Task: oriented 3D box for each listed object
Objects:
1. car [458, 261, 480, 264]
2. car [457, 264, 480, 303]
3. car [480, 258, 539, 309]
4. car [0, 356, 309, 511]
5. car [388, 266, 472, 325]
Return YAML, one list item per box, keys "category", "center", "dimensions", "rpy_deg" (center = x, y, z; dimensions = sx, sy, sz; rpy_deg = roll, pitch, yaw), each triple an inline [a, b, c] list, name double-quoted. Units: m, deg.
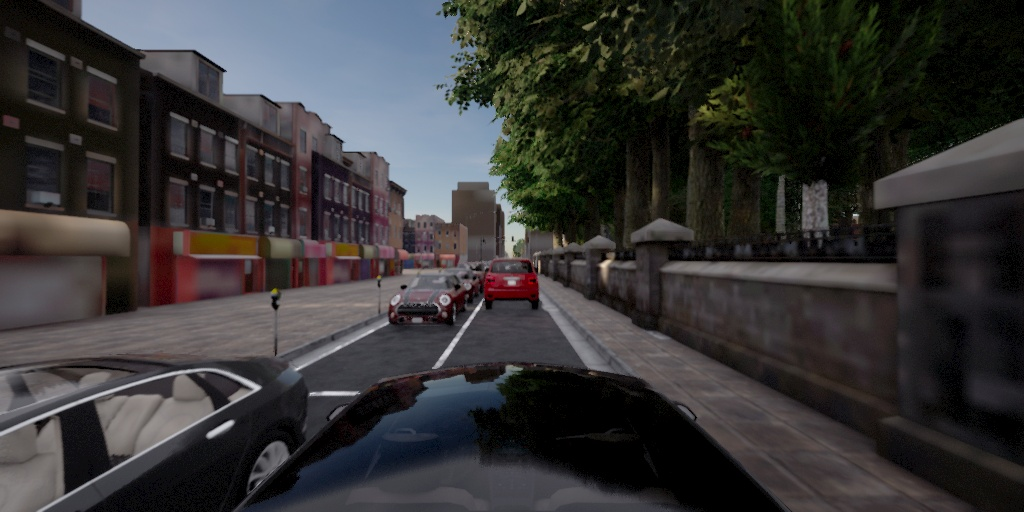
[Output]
- category: "car"
  center: [-2.650, 1.261, 22.551]
  dimensions: [2.192, 1.841, 5.009]
  rpy_deg: [0, 0, 0]
- category: "car"
  center: [-2.650, 1.336, 17.281]
  dimensions: [1.967, 1.591, 4.097]
  rpy_deg: [0, 0, 0]
- category: "car"
  center: [-0.003, 1.100, 15.875]
  dimensions: [2.150, 2.045, 5.566]
  rpy_deg: [0, 0, 0]
- category: "car"
  center: [-2.651, 1.298, 1.471]
  dimensions: [2.007, 1.370, 4.403]
  rpy_deg: [0, 0, 0]
- category: "car"
  center: [-2.651, 1.286, 12.010]
  dimensions: [1.967, 1.591, 4.097]
  rpy_deg: [0, 0, 0]
